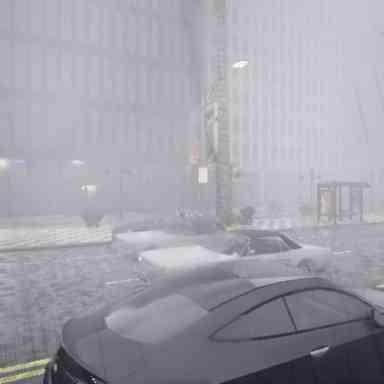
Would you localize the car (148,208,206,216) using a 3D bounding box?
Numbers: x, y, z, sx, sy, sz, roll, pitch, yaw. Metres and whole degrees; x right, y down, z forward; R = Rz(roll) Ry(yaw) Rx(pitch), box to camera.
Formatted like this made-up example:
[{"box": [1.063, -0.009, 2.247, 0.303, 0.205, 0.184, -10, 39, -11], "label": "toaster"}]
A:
[{"box": [-0.960, 1.479, 14.282, 4.892, 1.521, 2.231, 0, 0, -28], "label": "car"}]

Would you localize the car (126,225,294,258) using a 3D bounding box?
[{"box": [1.055, 1.599, 7.997, 4.718, 1.301, 1.895, 0, 0, -28], "label": "car"}]

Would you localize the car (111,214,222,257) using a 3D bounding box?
[{"box": [-0.245, 1.599, 11.273, 4.718, 1.301, 1.895, 0, 0, -28], "label": "car"}]

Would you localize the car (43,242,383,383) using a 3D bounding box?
[{"box": [0.907, 1.525, 3.710, 4.674, 1.442, 1.812, 0, 0, -28], "label": "car"}]
